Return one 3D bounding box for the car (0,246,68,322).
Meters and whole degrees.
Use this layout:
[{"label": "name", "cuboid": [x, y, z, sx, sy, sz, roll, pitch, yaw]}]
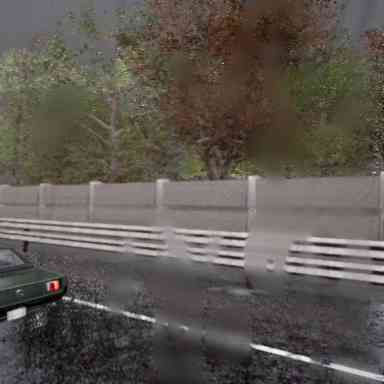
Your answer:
[{"label": "car", "cuboid": [-4.732, 1.724, 6.638, 4.718, 1.301, 1.895, -1, -1, 32]}]
